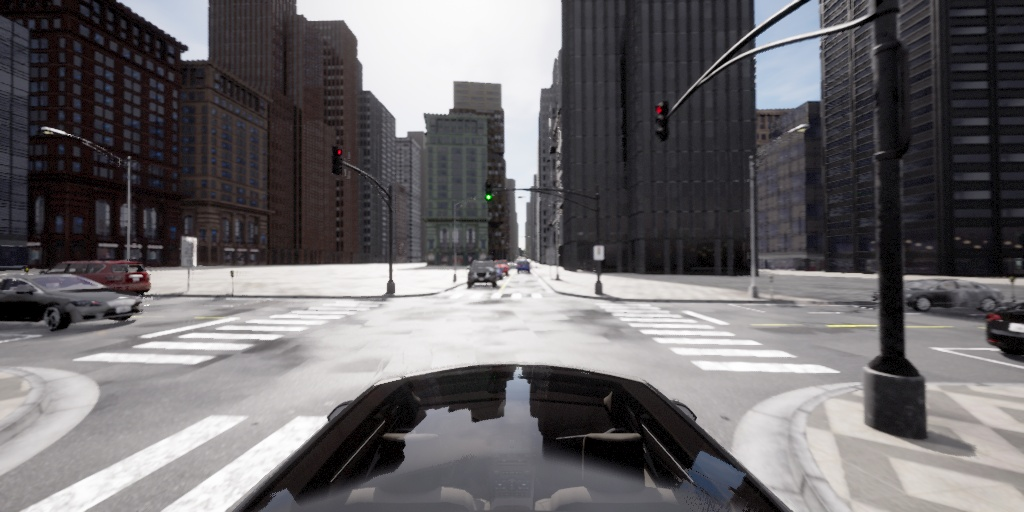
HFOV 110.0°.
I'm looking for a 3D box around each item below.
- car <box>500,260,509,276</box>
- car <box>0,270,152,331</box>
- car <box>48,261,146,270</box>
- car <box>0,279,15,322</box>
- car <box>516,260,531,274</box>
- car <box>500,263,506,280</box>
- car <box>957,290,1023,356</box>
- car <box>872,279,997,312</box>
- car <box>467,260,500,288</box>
[{"bbox_3d":[-1.583,1.631,49.157,2.150,2.045,5.566,0,-1,2],"label":"car"},{"bbox_3d":[-13.835,1.287,10.631,4.902,1.511,2.128,0,-1,2],"label":"car"},{"bbox_3d":[-19.721,1.145,16.585,5.009,1.841,2.192,0,0,2],"label":"car"},{"bbox_3d":[-14.537,1.306,7.896,4.403,1.370,2.007,0,0,2],"label":"car"},{"bbox_3d":[1.860,1.722,57.512,2.150,2.045,5.566,0,-1,2],"label":"car"},{"bbox_3d":[-1.915,1.793,38.529,1.812,1.442,4.674,0,-1,2],"label":"car"},{"bbox_3d":[12.363,1.510,7.161,4.313,1.339,1.948,0,0,2],"label":"car"},{"bbox_3d":[18.274,1.648,15.507,4.403,1.370,2.007,0,0,2],"label":"car"},{"bbox_3d":[-2.271,1.352,28.346,2.150,2.045,5.566,0,-1,-2],"label":"car"}]
